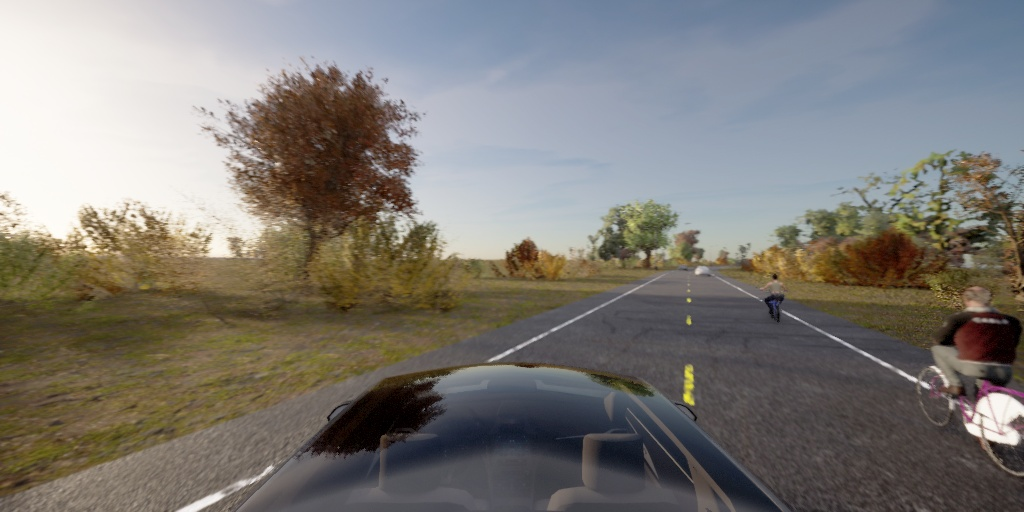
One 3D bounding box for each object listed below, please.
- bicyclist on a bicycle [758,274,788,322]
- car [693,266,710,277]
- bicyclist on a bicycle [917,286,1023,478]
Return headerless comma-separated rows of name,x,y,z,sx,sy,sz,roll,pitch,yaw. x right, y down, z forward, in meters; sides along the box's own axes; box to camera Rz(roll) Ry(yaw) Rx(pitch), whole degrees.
bicyclist on a bicycle,9.165,1.441,12.534,0.866,1.612,1.509,0,-1,27
car,28.020,2.257,52.763,1.812,1.442,4.674,0,-1,26
bicyclist on a bicycle,4.965,1.208,3.934,0.659,1.776,1.843,0,-1,26
